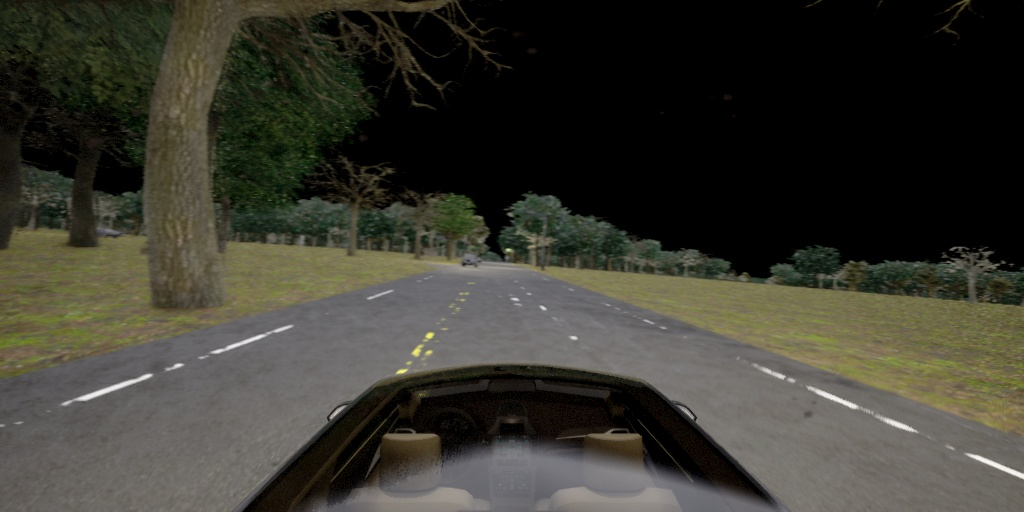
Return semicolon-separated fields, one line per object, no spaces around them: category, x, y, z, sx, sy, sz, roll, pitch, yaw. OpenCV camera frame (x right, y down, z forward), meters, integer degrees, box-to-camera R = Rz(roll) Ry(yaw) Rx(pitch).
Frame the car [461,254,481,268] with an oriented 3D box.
car;-6.255;0.697;52.963;2.150;2.045;5.566;5;-1;-3
